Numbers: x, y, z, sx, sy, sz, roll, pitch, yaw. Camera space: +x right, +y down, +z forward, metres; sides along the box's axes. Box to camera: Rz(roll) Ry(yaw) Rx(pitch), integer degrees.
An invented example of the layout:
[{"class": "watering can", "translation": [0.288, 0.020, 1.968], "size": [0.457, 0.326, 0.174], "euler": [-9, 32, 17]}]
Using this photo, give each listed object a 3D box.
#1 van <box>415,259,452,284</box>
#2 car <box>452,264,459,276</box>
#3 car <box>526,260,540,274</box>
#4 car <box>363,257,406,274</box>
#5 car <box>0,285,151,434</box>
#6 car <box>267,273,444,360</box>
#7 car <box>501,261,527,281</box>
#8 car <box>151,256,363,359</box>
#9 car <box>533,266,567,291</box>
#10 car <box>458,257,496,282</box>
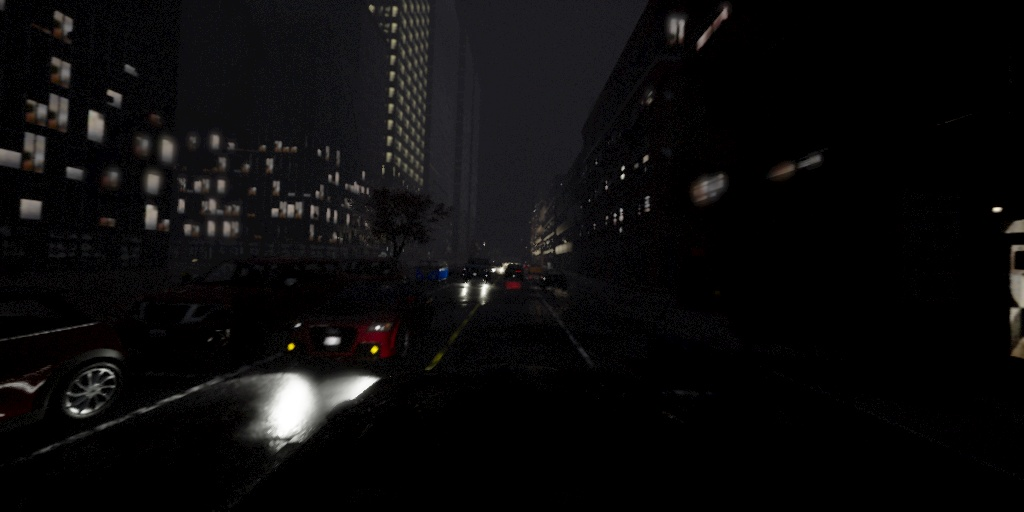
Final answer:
[{"class": "van", "translation": [-5.591, 1.103, 25.131], "size": [1.690, 1.789, 3.998], "euler": [0, 0, 0]}, {"class": "car", "translation": [-5.562, 1.439, 36.425], "size": [1.802, 1.307, 4.207], "euler": [0, 0, 0]}, {"class": "car", "translation": [3.184, 1.724, 49.968], "size": [1.801, 1.575, 5.366], "euler": [2, 0, 0]}, {"class": "car", "translation": [-5.620, 0.978, 13.839], "size": [2.192, 1.841, 5.009], "euler": [0, 0, 0]}, {"class": "car", "translation": [-5.648, 1.000, 2.546], "size": [1.967, 1.591, 4.097], "euler": [0, 0, 0]}, {"class": "car", "translation": [-3.023, 1.265, 8.056], "size": [1.994, 1.385, 4.181], "euler": [2, 0, 0]}, {"class": "car", "translation": [0.216, 1.554, 35.084], "size": [1.837, 1.490, 4.892], "euler": [2, 0, 0]}, {"class": "car", "translation": [-5.634, 0.927, 8.192], "size": [2.192, 1.841, 5.009], "euler": [0, 0, 0]}, {"class": "car", "translation": [2.785, 1.604, 25.127], "size": [2.007, 1.370, 4.403], "euler": [0, 0, 0]}, {"class": "car", "translation": [-2.895, 1.130, 31.119], "size": [2.150, 2.045, 5.566], "euler": [2, -1, 1]}]
